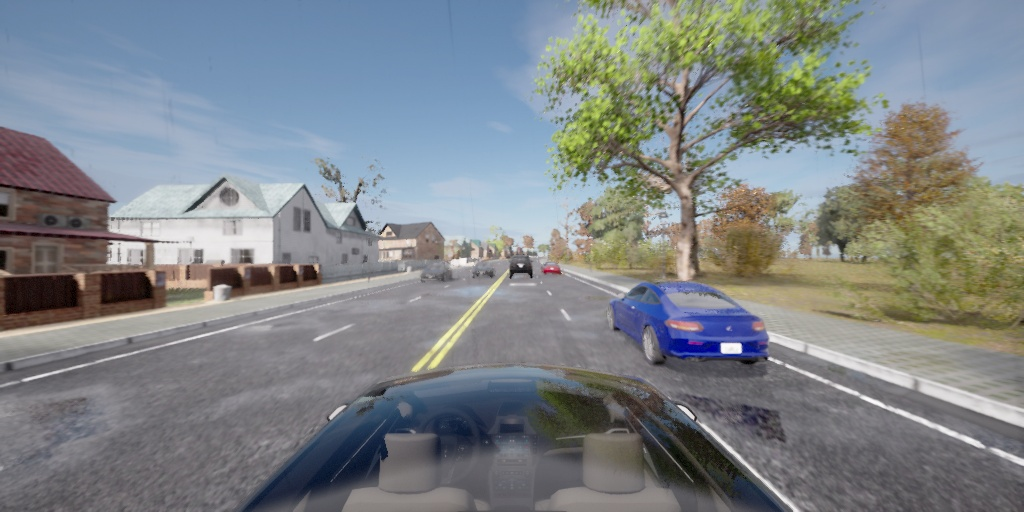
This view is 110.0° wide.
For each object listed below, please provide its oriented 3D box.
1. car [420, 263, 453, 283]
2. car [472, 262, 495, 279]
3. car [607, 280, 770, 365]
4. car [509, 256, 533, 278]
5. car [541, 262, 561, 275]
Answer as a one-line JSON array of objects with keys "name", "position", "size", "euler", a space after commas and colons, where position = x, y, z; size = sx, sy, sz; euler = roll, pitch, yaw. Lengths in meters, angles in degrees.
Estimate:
[{"name": "car", "position": [-5.965, 1.312, 28.839], "size": [1.837, 1.490, 4.892], "euler": [0, 0, 2]}, {"name": "car", "position": [-2.588, 1.288, 33.381], "size": [1.837, 1.490, 4.892], "euler": [0, 0, 2]}, {"name": "car", "position": [3.428, 1.253, 7.811], "size": [1.812, 1.442, 4.674], "euler": [0, 0, 1]}, {"name": "car", "position": [0.862, 0.978, 34.264], "size": [2.150, 2.045, 5.566], "euler": [0, 0, 1]}, {"name": "car", "position": [4.253, 1.293, 39.564], "size": [1.994, 1.385, 4.181], "euler": [0, 0, 2]}]
